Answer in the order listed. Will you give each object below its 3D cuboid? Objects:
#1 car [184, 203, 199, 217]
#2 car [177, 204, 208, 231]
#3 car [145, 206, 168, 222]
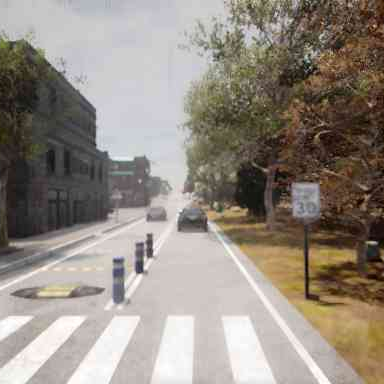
[{"bbox_3d":[-0.084,2.269,42.564,1.837,1.490,4.892,0,-1,-1],"label":"car"},{"bbox_3d":[0.038,1.813,24.231,2.097,1.767,4.553,0,-1,0],"label":"car"},{"bbox_3d":[-3.450,2.140,33.036,1.837,1.490,4.892,0,-1,0],"label":"car"}]
